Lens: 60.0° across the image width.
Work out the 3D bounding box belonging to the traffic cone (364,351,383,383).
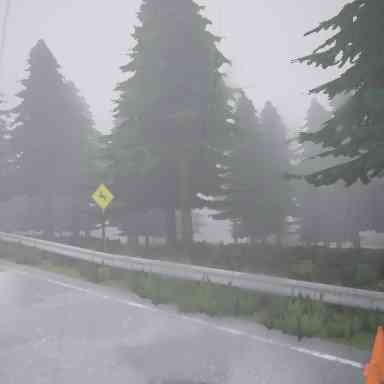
[{"bbox_3d":[1.786,1.956,3.269,0.340,0.580,0.340,0,0,33],"label":"traffic cone"}]

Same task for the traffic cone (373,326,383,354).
[{"bbox_3d":[2.330,1.956,4.106,0.340,0.580,0.340,0,0,34],"label":"traffic cone"}]
